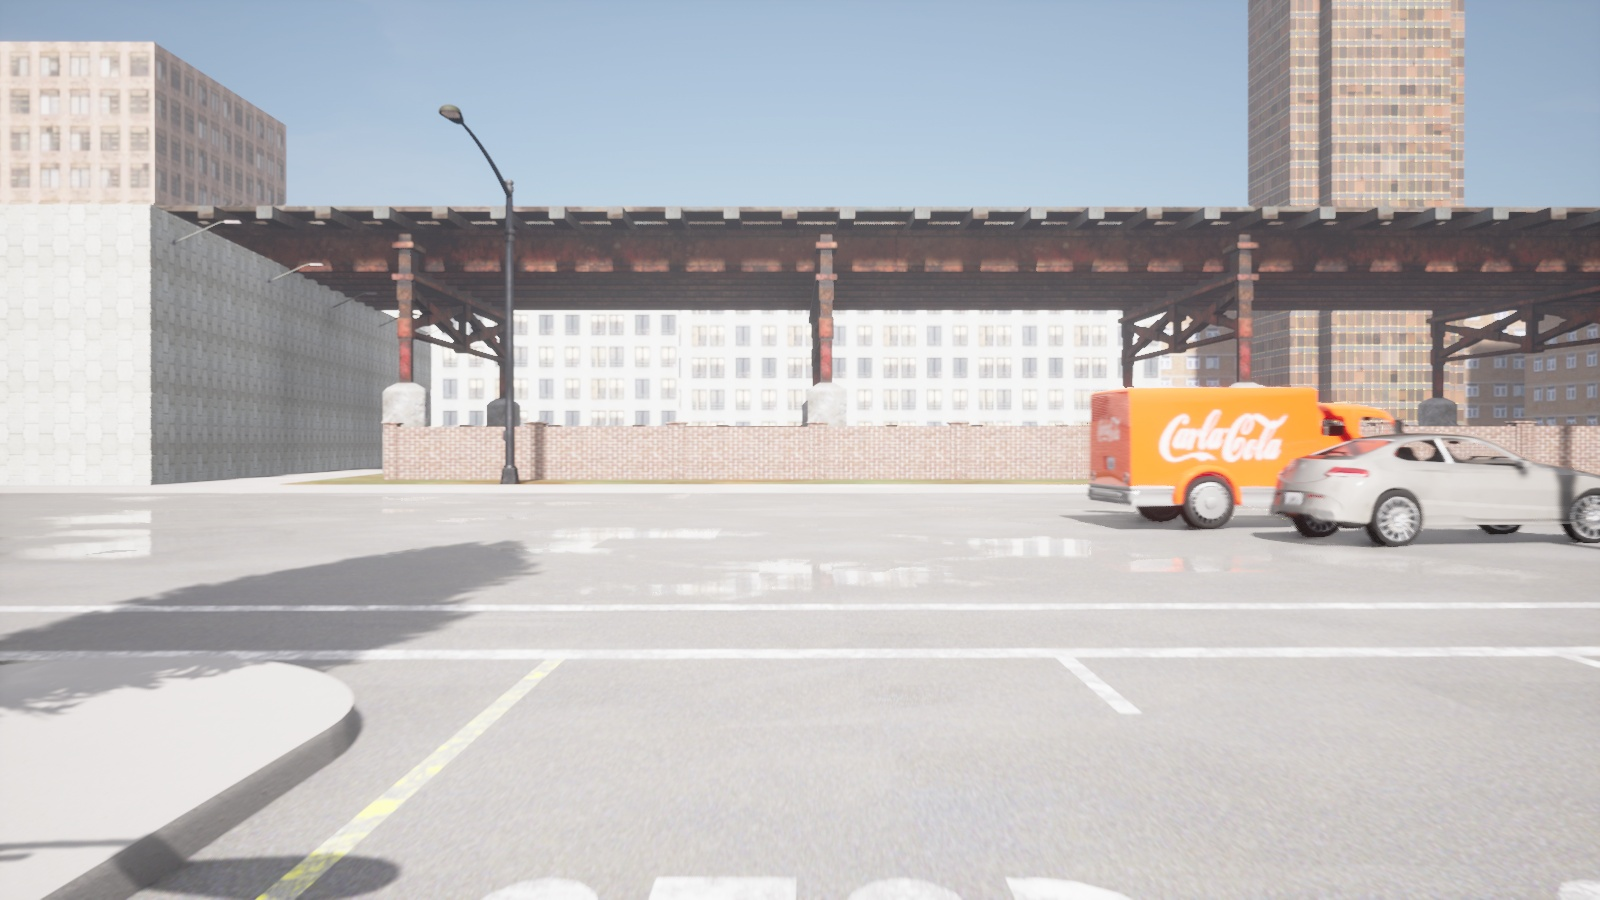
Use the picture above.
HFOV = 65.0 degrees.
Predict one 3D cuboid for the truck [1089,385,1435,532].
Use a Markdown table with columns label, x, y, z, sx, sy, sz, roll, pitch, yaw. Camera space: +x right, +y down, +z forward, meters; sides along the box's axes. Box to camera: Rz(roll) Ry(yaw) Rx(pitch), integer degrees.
| label | x | y | z | sx | sy | sz | roll | pitch | yaw |
| --- | --- | --- | --- | --- | --- | --- | --- | --- | --- |
| truck | 8.127 | 0.139 | 22.520 | 5.204 | 2.467 | 2.627 | 0 | 0 | -4 |

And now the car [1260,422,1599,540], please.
| label | x | y | z | sx | sy | sz | roll | pitch | yaw |
| --- | --- | --- | --- | --- | --- | --- | --- | --- | --- |
| car | 9.860 | 0.426 | 19.040 | 5.027 | 1.651 | 2.152 | 0 | 0 | -11 |
